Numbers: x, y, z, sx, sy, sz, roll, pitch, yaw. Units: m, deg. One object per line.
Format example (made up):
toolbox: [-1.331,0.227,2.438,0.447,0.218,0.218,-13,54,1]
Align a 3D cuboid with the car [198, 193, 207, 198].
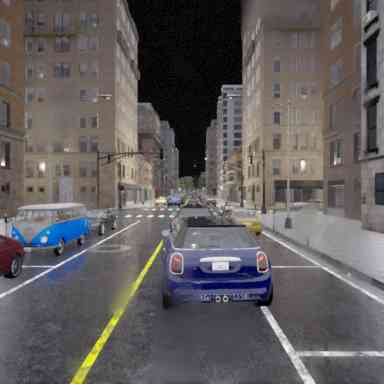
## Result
car: [2.877,1.434,73.270,1.967,1.590,4.097,0,0,0]

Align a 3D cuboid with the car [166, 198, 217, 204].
car: [0.128,1.351,15.352,2.097,1.767,4.553,0,0,0]

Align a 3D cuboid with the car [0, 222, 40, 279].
car: [-5.369,1.582,7.475,1.802,1.307,4.206,0,0,0]

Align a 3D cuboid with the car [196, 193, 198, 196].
car: [2.915,1.306,84.634,2.192,1.841,5.009,0,0,0]

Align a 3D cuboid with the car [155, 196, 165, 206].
car: [-5.204,1.523,56.080,1.752,1.417,4.829,0,0,0]

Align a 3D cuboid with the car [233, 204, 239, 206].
car: [2.704,1.525,18.432,1.752,1.417,4.829,0,0,0]

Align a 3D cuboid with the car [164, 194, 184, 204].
car: [-2.677,1.476,50.425,1.882,1.535,5.008,0,0,0]

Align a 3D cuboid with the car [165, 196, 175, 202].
car: [-5.129,1.543,78.975,2.008,1.369,4.403,0,0,0]

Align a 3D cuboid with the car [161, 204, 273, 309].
car: [0.330,1.352,8.085,2.097,1.767,4.553,0,0,-5]

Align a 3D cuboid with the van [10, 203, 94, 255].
van: [-5.350,1.341,12.881,1.690,1.788,3.998,0,0,0]

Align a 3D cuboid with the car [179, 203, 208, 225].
car: [0.100,1.563,25.014,1.994,1.385,4.181,0,0,0]

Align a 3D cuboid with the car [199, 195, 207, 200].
car: [2.934,1.555,90.316,1.947,1.339,4.313,0,0,0]

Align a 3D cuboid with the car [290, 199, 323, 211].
car: [13.717,1.515,38.270,4.718,1.301,1.895,0,0,0]

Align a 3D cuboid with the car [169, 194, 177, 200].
car: [-5.091,1.429,90.337,1.967,1.590,4.097,0,0,0]

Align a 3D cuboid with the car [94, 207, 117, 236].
car: [-5.331,1.550,18.287,2.008,1.369,4.403,0,0,0]

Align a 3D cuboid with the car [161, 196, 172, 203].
car: [-5.166,1.562,67.612,1.947,1.339,4.313,0,0,0]

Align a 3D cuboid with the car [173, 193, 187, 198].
car: [-2.623,1.219,60.413,2.150,2.045,5.566,0,0,1]

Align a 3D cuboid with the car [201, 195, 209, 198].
car: [2.802,1.549,50.544,2.008,1.369,4.403,0,0,0]

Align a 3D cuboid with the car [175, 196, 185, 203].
car: [-2.519,1.519,70.519,1.812,1.442,4.674,0,0,0]

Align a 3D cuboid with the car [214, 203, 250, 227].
car: [2.716,1.550,23.668,2.008,1.369,4.403,0,0,0]
